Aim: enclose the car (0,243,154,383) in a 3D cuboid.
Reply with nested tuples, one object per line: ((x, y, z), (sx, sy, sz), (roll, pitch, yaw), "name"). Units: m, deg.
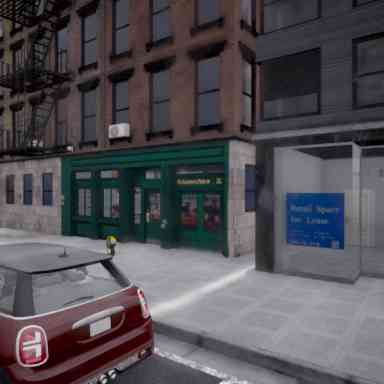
((-2.539, 1.440, 4.632), (4.097, 1.590, 1.967), (0, 0, 36), "car")
